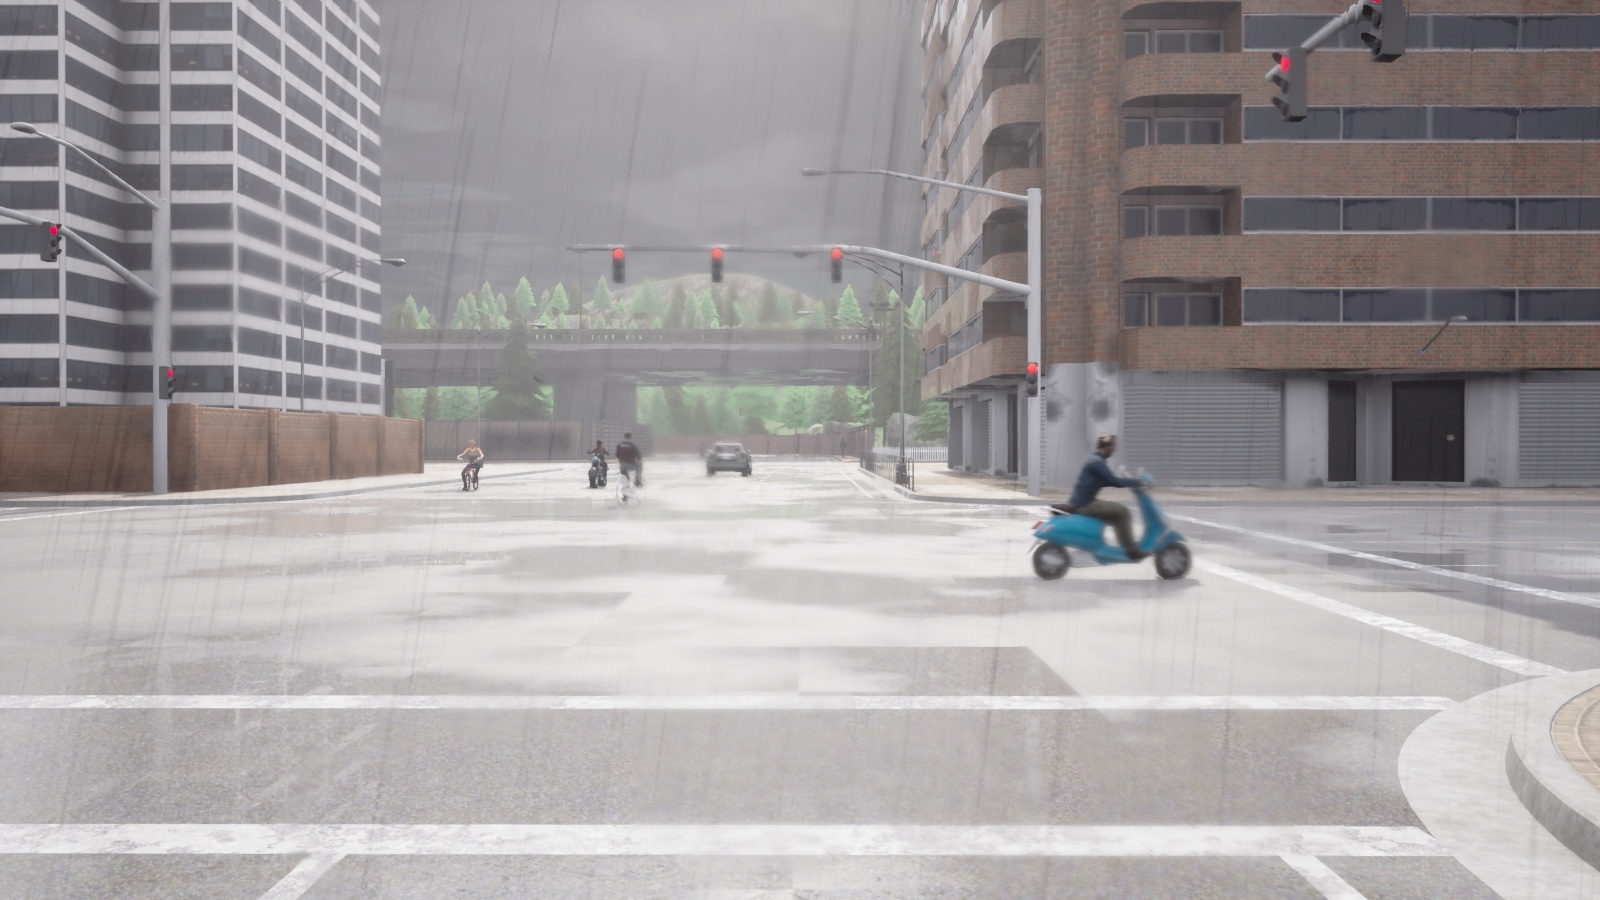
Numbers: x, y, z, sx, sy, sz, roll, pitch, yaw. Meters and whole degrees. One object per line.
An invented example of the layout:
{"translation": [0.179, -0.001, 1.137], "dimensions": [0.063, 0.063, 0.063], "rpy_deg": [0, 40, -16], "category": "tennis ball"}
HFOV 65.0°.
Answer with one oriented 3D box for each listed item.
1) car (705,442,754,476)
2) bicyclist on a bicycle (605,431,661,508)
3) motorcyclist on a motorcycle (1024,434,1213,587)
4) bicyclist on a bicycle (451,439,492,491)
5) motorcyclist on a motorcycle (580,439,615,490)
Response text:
{"translation": [-3.170, 0.388, 56.963], "dimensions": [1.970, 1.475, 3.806], "rpy_deg": [0, 0, 0], "category": "car"}
{"translation": [-3.950, 0.445, 29.860], "dimensions": [0.659, 1.776, 1.843], "rpy_deg": [-1, 0, 14], "category": "bicyclist on a bicycle"}
{"translation": [3.400, 0.626, 13.523], "dimensions": [1.817, 1.590, 0.866], "rpy_deg": [0, 0, 1], "category": "motorcyclist on a motorcycle"}
{"translation": [-10.263, 0.453, 39.234], "dimensions": [0.866, 1.612, 1.509], "rpy_deg": [0, 0, 1], "category": "bicyclist on a bicycle"}
{"translation": [-6.752, 0.454, 42.021], "dimensions": [0.766, 1.649, 2.350], "rpy_deg": [0, 0, 0], "category": "motorcyclist on a motorcycle"}
